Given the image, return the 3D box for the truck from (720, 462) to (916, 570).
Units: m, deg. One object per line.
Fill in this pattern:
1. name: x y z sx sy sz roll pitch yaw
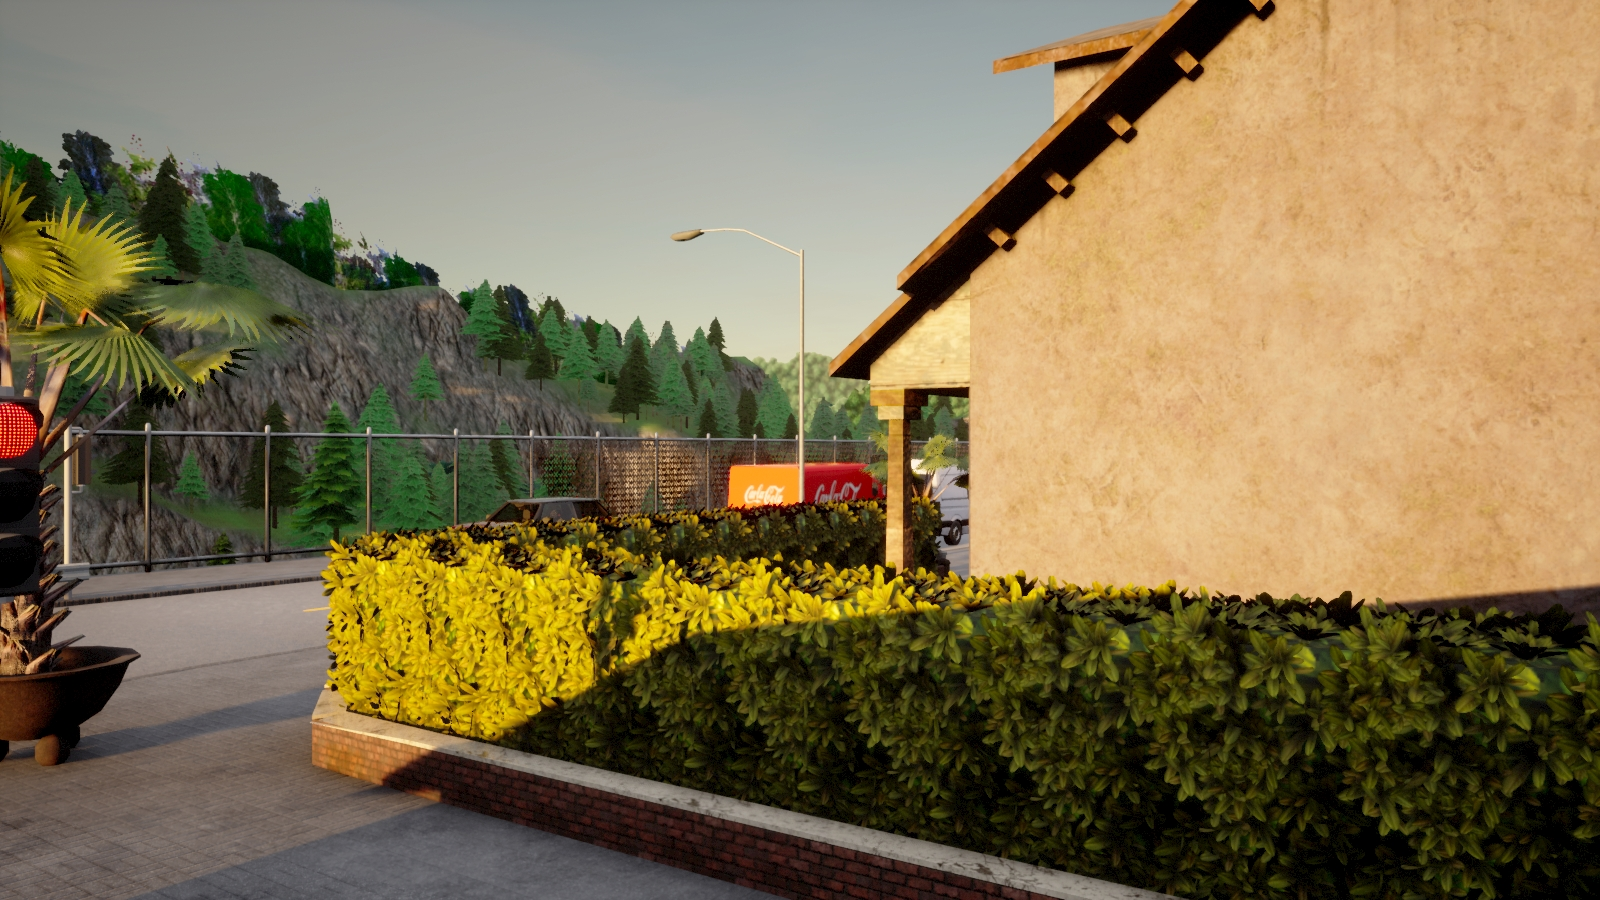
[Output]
1. truck: 0.584 1.568 29.600 2.627 2.467 5.204 0 0 35

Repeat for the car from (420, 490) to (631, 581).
1. car: -6.312 1.906 26.765 2.097 1.767 4.553 0 0 35
